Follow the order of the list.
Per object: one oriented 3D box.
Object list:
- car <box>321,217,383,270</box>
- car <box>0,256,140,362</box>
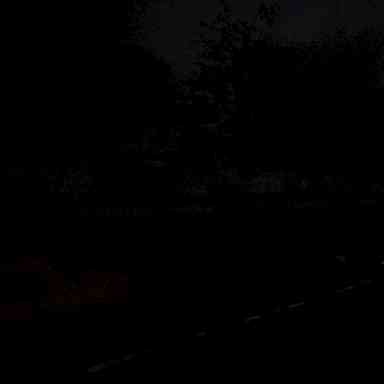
[{"bbox_3d":[6.057,1.535,10.883,4.313,1.339,1.947,0,0,-36],"label":"car"},{"bbox_3d":[-3.097,1.526,4.348,4.829,1.417,1.752,0,0,-36],"label":"car"}]
